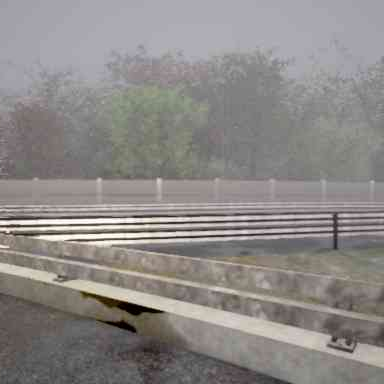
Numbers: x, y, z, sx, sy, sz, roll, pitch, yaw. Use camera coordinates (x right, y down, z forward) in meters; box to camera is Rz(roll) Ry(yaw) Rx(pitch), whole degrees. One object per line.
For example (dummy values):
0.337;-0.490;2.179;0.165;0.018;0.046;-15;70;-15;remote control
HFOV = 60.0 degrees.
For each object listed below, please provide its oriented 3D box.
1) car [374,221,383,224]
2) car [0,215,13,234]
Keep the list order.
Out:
13.070;1.471;19.566;4.674;1.442;1.812;-1;0;-14;car
-10.587;1.529;14.655;4.892;1.490;1.837;-1;1;-3;car
